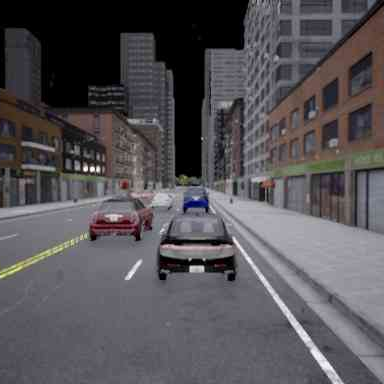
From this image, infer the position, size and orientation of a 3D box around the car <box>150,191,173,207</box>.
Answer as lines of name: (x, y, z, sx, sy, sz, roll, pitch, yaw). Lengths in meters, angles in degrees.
car: (-2.855, 0.883, 32.333, 1.812, 1.442, 4.674, 0, 1, 1)

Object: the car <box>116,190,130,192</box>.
car: (-9.419, 0.476, 44.685, 2.097, 1.767, 4.553, 0, 1, 1)

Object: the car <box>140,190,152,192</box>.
car: (-6.170, 0.477, 44.638, 2.097, 1.767, 4.553, 0, 1, 1)

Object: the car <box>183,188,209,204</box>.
car: (0.366, 0.633, 29.648, 2.150, 2.045, 5.566, 0, 1, 1)

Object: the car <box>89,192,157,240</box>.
car: (-3.025, 1.047, 15.100, 2.097, 1.767, 4.553, 0, 1, 1)

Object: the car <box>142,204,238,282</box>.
car: (0.144, 1.306, 9.200, 2.128, 1.511, 4.902, 0, 1, 1)
